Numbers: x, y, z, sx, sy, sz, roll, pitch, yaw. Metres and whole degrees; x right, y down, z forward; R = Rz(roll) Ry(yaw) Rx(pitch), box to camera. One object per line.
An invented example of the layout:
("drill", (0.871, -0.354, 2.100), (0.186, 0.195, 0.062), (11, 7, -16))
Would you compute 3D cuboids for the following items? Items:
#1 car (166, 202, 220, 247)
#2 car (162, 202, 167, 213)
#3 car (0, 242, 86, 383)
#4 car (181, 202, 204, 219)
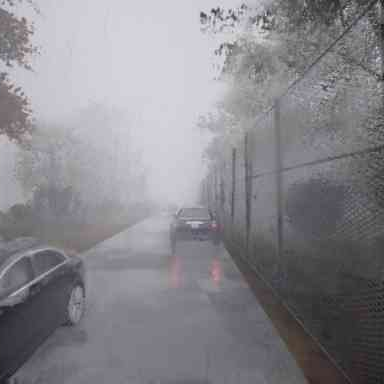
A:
("car", (0.110, 1.412, 15.577), (2.097, 1.767, 4.553), (0, -1, 0))
("car", (-2.976, 2.069, 45.718), (1.812, 1.442, 4.674), (0, -2, 0))
("car", (-2.852, 1.498, 4.247), (2.128, 1.511, 4.902), (0, 0, 0))
("car", (0.024, 1.786, 33.502), (2.128, 1.511, 4.902), (0, -1, 0))
